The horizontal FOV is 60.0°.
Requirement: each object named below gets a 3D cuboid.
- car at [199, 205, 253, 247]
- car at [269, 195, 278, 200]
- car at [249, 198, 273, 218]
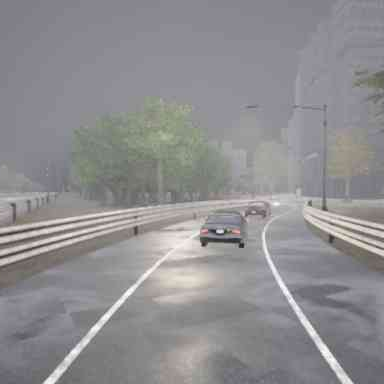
[{"bbox_3d":[1.561,1.553,15.160,2.033,1.411,5.357,0,0,11],"label":"car"},{"bbox_3d":[21.800,1.501,89.132,1.812,1.442,4.674,0,0,3],"label":"car"},{"bbox_3d":[6.089,1.552,30.507,1.812,1.442,4.674,0,0,21],"label":"car"}]
